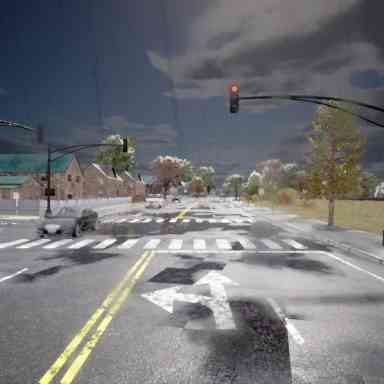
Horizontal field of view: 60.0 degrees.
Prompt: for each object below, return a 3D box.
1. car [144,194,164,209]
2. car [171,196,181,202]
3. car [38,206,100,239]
[{"bbox_3d":[-5.330,1.319,47.377,2.150,2.045,5.566,0,0,3],"label":"car"},{"bbox_3d":[-3.501,1.627,75.287,2.033,1.411,5.357,0,0,5],"label":"car"},{"bbox_3d":[-6.344,1.511,17.602,2.128,1.511,4.902,0,0,1],"label":"car"}]
